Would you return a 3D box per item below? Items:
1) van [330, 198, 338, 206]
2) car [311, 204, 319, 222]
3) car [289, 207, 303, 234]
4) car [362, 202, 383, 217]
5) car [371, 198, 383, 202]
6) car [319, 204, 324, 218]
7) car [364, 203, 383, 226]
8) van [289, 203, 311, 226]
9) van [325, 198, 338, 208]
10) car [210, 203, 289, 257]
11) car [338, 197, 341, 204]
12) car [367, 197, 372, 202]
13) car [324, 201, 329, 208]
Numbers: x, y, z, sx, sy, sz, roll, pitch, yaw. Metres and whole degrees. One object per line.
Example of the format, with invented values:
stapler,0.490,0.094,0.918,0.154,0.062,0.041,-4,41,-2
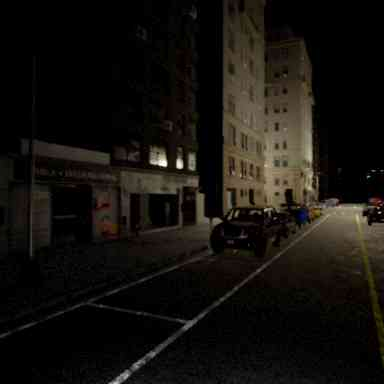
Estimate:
van,33.895,2.407,79.328,1.690,1.788,3.998,0,-1,26
car,9.801,1.939,29.377,1.752,1.417,4.829,0,-1,26
car,4.949,1.822,19.319,2.008,1.369,4.403,0,-1,26
car,19.970,2.088,36.845,1.994,1.385,4.181,0,-1,26
car,34.301,2.280,60.546,1.967,1.590,4.097,0,-1,26
car,12.264,2.008,34.483,1.752,1.417,4.829,0,-1,26
car,15.060,1.913,26.631,1.812,1.442,4.674,0,-1,26
van,7.412,1.686,24.427,1.690,1.788,3.998,0,-1,26
van,26.615,2.216,64.235,1.690,1.788,3.998,0,-1,26
car,2.487,1.513,14.218,2.192,1.841,5.009,0,-1,26
car,31.468,2.318,74.298,2.192,1.841,5.009,0,-1,26
car,39.154,2.284,70.608,2.192,1.841,5.009,0,-1,26
car,14.800,2.102,39.739,2.008,1.369,4.403,0,-1,26
